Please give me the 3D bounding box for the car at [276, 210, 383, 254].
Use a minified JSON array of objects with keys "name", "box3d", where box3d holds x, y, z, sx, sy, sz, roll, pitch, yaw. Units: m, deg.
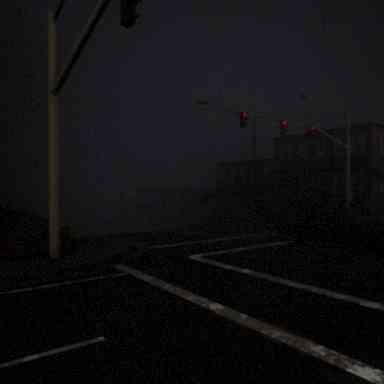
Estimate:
[{"name":"car","box3d":[5.947,1.430,13.296,2.033,1.411,5.357,-1,1,-36]}]
